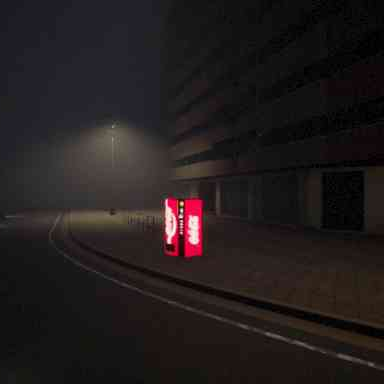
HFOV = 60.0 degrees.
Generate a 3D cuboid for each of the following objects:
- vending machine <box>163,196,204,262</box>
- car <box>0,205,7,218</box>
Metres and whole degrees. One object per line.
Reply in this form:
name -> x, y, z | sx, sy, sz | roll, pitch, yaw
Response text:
vending machine -> -0.287, 1.195, 11.318 | 1.100, 2.100, 0.880 | 0, 0, -39
car -> -16.249, 1.526, 26.675 | 1.812, 1.442, 4.674 | 0, 0, -20
